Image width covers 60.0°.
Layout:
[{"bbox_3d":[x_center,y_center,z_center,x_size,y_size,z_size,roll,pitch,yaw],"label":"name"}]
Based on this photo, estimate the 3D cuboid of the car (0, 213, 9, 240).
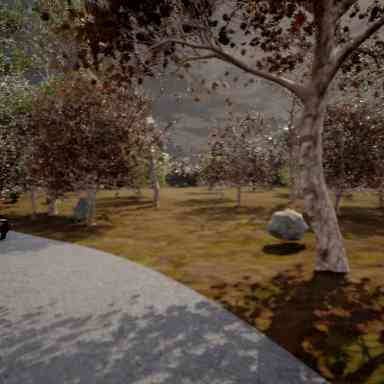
[{"bbox_3d":[-10.067,1.354,15.183,4.902,1.511,2.128,2,2,41],"label":"car"}]
